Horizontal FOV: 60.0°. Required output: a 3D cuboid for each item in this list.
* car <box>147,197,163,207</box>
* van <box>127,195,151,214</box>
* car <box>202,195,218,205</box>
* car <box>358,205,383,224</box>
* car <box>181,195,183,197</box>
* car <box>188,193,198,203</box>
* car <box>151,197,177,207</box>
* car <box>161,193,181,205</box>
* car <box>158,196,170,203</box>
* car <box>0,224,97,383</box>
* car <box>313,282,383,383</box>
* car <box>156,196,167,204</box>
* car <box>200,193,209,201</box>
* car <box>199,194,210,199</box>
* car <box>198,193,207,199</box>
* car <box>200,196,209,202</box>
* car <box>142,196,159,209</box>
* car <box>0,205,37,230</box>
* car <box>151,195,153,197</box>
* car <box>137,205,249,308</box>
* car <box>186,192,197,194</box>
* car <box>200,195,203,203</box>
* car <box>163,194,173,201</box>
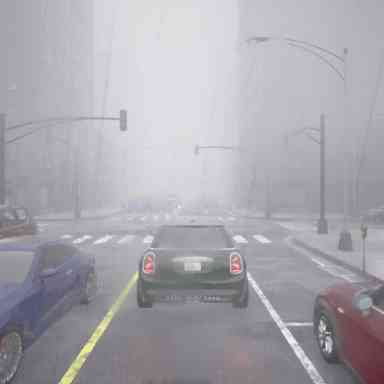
[{"bbox_3d":[-5.783,1.538,52.394,1.887,1.381,4.507,0,0,0],"label":"car"},{"bbox_3d":[-5.807,1.337,35.606,1.690,1.788,3.998,0,0,0],"label":"van"},{"bbox_3d":[2.735,1.520,46.979,1.752,1.417,4.829,0,0,0],"label":"car"},{"bbox_3d":[14.411,1.516,23.753,4.674,1.442,1.812,0,0,1],"label":"car"},{"bbox_3d":[-2.991,1.592,58.743,1.895,1.301,4.718,0,0,0],"label":"car"},{"bbox_3d":[0.150,1.516,66.629,1.812,1.442,4.674,0,0,0],"label":"car"},{"bbox_3d":[-3.050,1.544,36.060,2.033,1.411,5.357,0,0,0],"label":"car"},{"bbox_3d":[-3.035,1.216,46.446,2.150,2.045,5.566,0,0,0],"label":"car"},{"bbox_3d":[-5.758,1.540,69.181,2.008,1.369,4.403,0,0,0],"label":"car"},{"bbox_3d":[-2.957,1.525,5.411,1.812,1.442,4.674,0,0,2],"label":"car"},{"bbox_3d":[2.672,1.440,3.148,1.967,1.590,4.097,0,0,0],"label":"car"},{"bbox_3d":[-5.767,1.516,63.415,1.752,1.417,4.829,0,0,0],"label":"car"},{"bbox_3d":[3.125,1.211,86.603,2.150,2.045,5.566,0,0,0],"label":"car"},{"bbox_3d":[2.751,1.558,57.998,1.947,1.339,4.313,0,0,0],"label":"car"},{"bbox_3d":[2.759,1.306,63.592,2.192,1.841,5.009,0,0,0],"label":"car"},{"bbox_3d":[2.776,1.570,74.781,1.802,1.307,4.206,0,0,0],"label":"car"},{"bbox_3d":[-5.791,1.434,46.798,1.967,1.590,4.097,0,0,0],"label":"car"},{"bbox_3d":[-5.846,1.315,8.658,2.192,1.841,5.009,0,0,0],"label":"car"},{"bbox_3d":[-5.799,1.310,41.202,2.192,1.841,5.009,0,0,0],"label":"car"},{"bbox_3d":[0.021,1.352,8.076,2.097,1.767,4.553,0,0,0],"label":"car"},{"bbox_3d":[0.110,1.362,76.595,1.812,1.442,4.674,0,0,0],"label":"car"},{"bbox_3d":[2.743,1.544,52.404,2.008,1.369,4.403,0,0,0],"label":"car"},{"bbox_3d":[-5.742,1.302,80.372,2.192,1.841,5.009,0,0,0],"label":"car"}]
